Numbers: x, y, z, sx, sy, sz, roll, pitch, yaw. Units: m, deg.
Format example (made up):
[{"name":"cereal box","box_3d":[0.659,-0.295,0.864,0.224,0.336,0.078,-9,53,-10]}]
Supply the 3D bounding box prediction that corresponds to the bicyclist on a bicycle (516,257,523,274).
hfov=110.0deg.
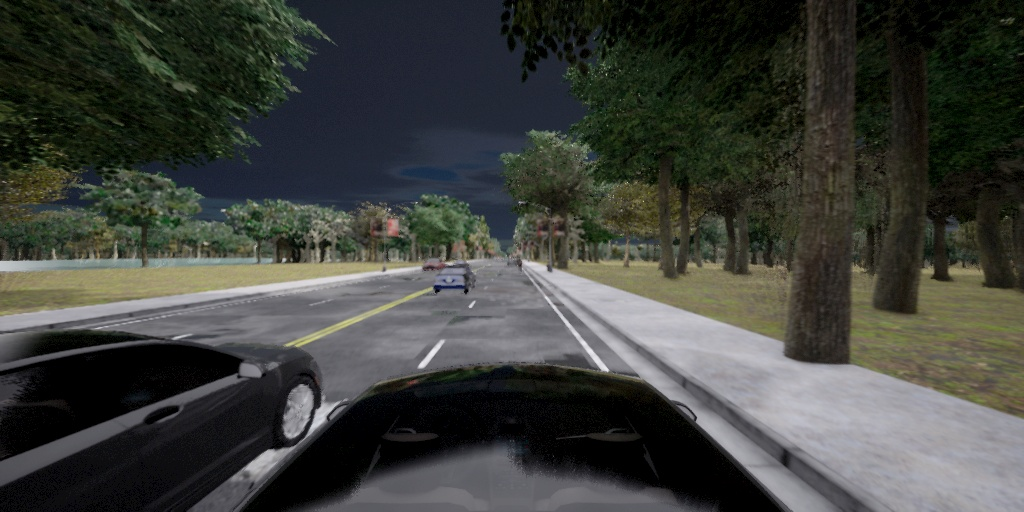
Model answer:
[{"name":"bicyclist on a bicycle","box_3d":[0.905,1.144,38.590,0.582,1.620,1.656,0,0,0]}]

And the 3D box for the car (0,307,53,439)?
[{"name":"car","box_3d":[-6.599,1.314,2.282,1.994,1.385,4.181,0,0,0]}]

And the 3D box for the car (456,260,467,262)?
[{"name":"car","box_3d":[-6.565,1.227,45.868,2.033,1.411,5.357,0,0,0]}]

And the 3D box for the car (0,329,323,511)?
[{"name":"car","box_3d":[-3.151,1.255,2.303,1.837,1.490,4.892,0,0,0]}]

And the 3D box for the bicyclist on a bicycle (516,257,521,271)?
[{"name":"bicyclist on a bicycle","box_3d":[0.906,1.045,48.453,0.659,1.776,1.843,0,0,0]}]

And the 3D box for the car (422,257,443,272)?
[{"name":"car","box_3d":[-9.810,1.032,45.150,2.097,1.767,4.553,0,0,0]}]

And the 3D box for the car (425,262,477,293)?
[{"name":"car","box_3d":[-3.148,1.267,20.425,2.033,1.411,5.357,0,0,0]}]
